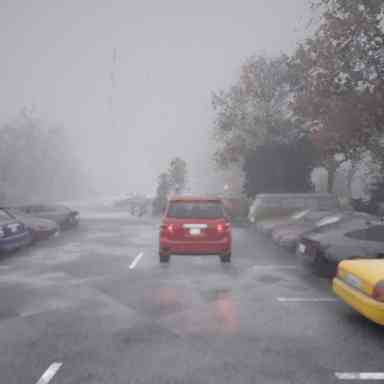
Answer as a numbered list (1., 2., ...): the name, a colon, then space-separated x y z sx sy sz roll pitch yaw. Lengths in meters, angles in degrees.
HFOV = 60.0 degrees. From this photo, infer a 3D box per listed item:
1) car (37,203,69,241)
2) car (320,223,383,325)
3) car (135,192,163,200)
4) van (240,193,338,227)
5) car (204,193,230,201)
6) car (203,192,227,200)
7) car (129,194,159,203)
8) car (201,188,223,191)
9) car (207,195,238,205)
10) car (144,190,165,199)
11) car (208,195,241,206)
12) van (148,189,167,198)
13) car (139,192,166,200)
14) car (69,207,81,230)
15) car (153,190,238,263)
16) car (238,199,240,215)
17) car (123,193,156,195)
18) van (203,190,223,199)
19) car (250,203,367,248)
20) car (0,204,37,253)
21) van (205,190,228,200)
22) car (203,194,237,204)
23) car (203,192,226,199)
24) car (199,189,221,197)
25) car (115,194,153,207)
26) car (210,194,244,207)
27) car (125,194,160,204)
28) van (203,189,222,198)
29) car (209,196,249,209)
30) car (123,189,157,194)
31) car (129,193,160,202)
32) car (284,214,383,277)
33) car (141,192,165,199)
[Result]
1. car: -8.002 1.358 13.803 4.792 1.488 2.163 0 1 0
2. car: 5.229 1.445 5.500 5.366 1.575 1.946 0 1 0
3. car: -8.489 0.842 65.954 5.366 1.575 1.946 0 1 0
4. van: 4.923 1.055 16.657 4.442 1.987 1.878 -1 1 0
5. car: 4.749 0.945 63.023 4.792 1.488 2.163 0 1 0
6. car: 4.805 0.813 68.686 4.792 1.488 2.163 0 1 0
7. car: -8.296 1.053 57.507 4.892 1.521 2.231 0 1 0
8. car: 4.806 0.733 60.247 5.566 2.045 2.435 0 1 0
9. car: 4.776 1.230 51.947 4.674 1.452 2.002 0 1 0
10. car: -8.274 0.552 74.150 4.553 1.767 2.185 0 1 0
11. car: 4.750 1.288 49.178 4.792 1.488 2.163 0 1 0
12. van: -8.190 0.360 79.697 4.442 1.987 1.878 0 1 0
13. car: -8.119 0.782 68.606 5.366 1.575 1.946 0 1 0
14. car: -8.059 1.310 16.587 4.792 1.488 2.163 0 1 0
15. car: 0.095 1.107 11.654 2.150 2.045 5.566 0 1 0
16. car: 3.109 1.187 27.326 2.097 1.767 4.553 -1 -1 25
17. car: -8.295 1.258 49.181 5.008 1.535 2.097 0 1 0
18. van: 4.666 0.454 74.072 4.442 1.987 1.878 0 1 0
19. car: 5.051 1.365 13.989 4.674 1.452 2.002 0 1 0
20. car: -8.002 1.251 11.015 4.553 1.767 2.185 0 1 0
21. van: 4.893 0.621 65.910 4.442 1.987 1.878 0 1 0
22. car: 4.593 1.119 54.716 5.366 1.575 1.946 0 1 0
23. car: 4.804 0.759 71.325 4.792 1.488 2.163 0 1 0
24. car: 4.744 0.203 87.936 5.566 2.045 2.435 0 1 0
25. car: -8.329 1.357 46.406 4.792 1.488 2.163 0 1 0
26. car: 4.812 1.199 46.529 4.553 1.767 2.185 0 1 0
27. car: -8.116 1.118 54.732 5.366 1.575 1.946 0 1 0
28. van: 4.890 0.362 79.627 4.442 1.987 1.878 0 1 0
29. car: 4.776 1.393 43.762 5.008 1.535 2.097 0 1 0
30. car: -8.272 0.938 51.950 5.566 2.045 2.435 0 1 0
31. car: -8.488 0.980 60.282 5.366 1.575 1.946 0 1 0
32. car: 5.074 1.446 8.292 4.792 1.488 2.163 0 1 0
33. car: -8.311 0.729 71.373 4.892 1.521 2.231 0 1 0
